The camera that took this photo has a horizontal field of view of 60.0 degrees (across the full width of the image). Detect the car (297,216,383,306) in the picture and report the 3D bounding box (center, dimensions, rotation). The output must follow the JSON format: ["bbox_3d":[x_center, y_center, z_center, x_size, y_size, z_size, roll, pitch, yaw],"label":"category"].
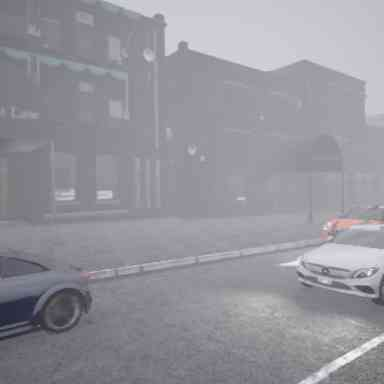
[{"bbox_3d":[4.542,1.540,8.227,4.674,1.442,1.812,0,0,-38],"label":"car"}]

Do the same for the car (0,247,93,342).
[{"bbox_3d":[-3.695,1.566,4.992,4.181,1.385,1.994,0,0,-43],"label":"car"}]

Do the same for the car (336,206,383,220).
[{"bbox_3d":[7.450,1.378,13.943,4.553,1.767,2.097,0,0,-37],"label":"car"}]
